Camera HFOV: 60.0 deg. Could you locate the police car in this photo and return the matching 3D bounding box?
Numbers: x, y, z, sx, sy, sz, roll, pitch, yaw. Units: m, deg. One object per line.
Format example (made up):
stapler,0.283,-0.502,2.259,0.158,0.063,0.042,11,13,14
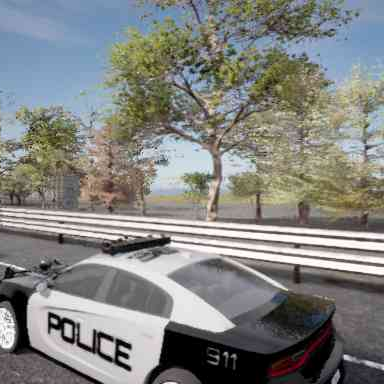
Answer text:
police car,-0.831,1.417,4.465,5.238,1.638,1.930,0,0,36
